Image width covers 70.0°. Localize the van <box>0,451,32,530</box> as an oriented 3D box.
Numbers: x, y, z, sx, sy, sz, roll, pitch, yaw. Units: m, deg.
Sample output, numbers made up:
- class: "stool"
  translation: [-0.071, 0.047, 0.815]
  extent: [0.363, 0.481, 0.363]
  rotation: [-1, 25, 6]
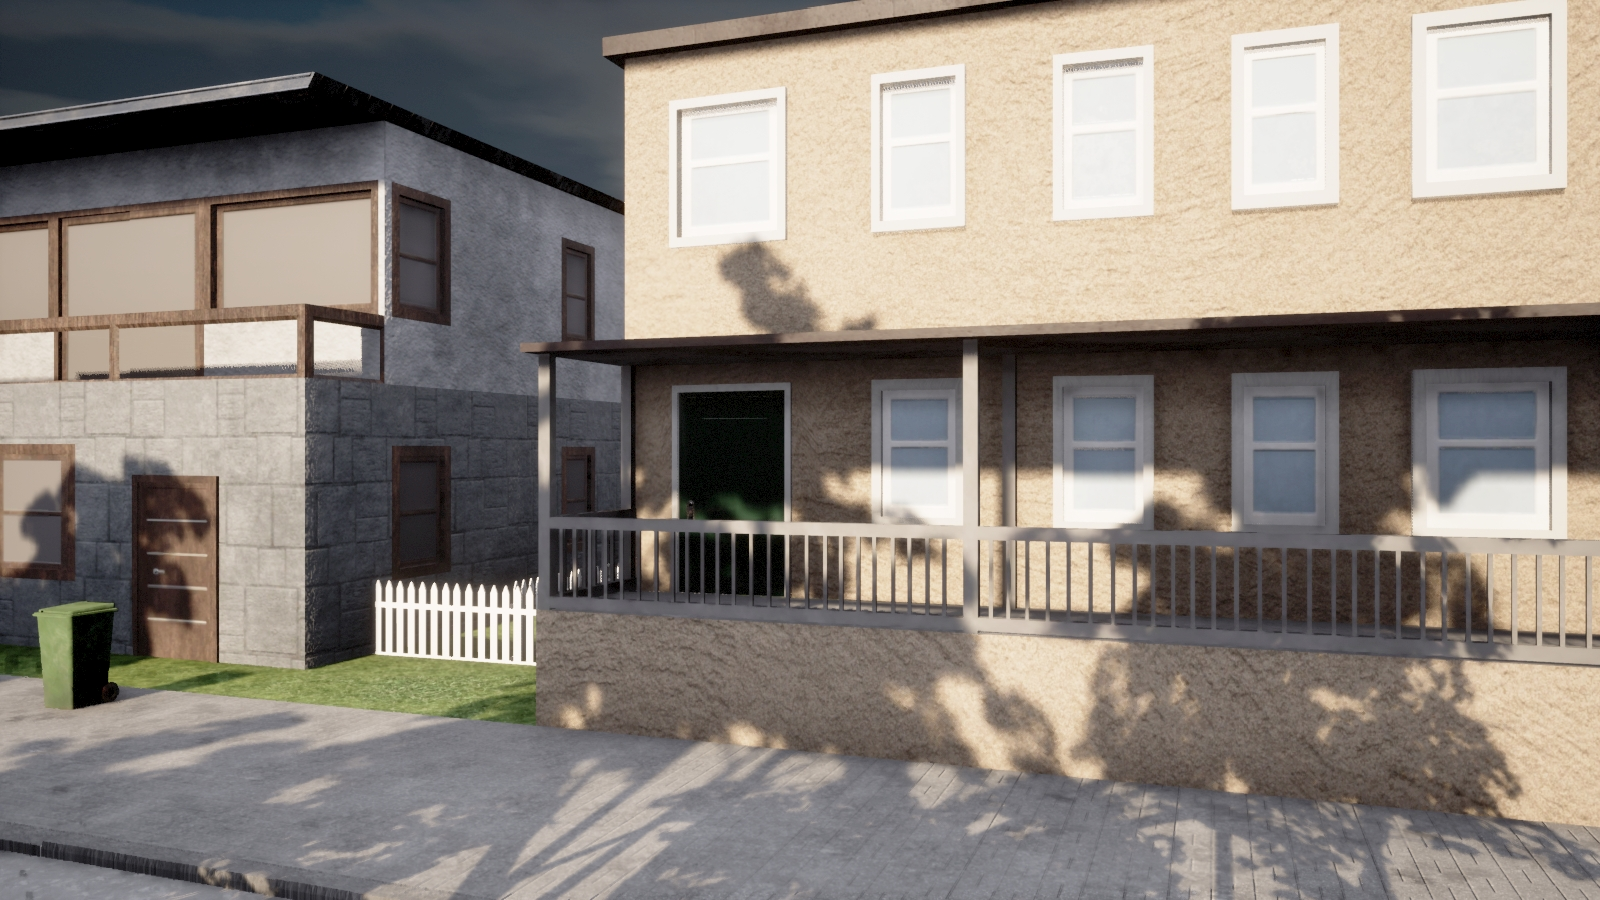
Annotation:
- class: "van"
  translation: [-27.753, 1.329, 35.973]
  extent: [1.988, 2.561, 5.915]
  rotation: [0, 0, 20]
